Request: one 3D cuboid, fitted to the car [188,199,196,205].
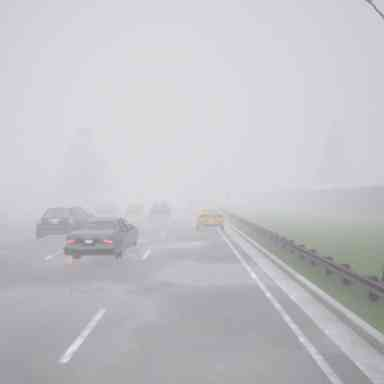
[{"bbox_3d":[-0.008,2.444,80.190,1.994,1.385,4.181,0,-1,0],"label":"car"}]

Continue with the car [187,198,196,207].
[{"bbox_3d":[-0.007,2.395,70.572,1.994,1.385,4.181,0,-1,0],"label":"car"}]

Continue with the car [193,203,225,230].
[{"bbox_3d":[1.222,1.765,23.781,1.882,1.535,5.008,0,-1,0],"label":"car"}]

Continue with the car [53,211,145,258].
[{"bbox_3d":[-3.402,1.711,13.458,2.033,1.411,5.357,0,-1,0],"label":"car"}]

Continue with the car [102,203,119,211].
[{"bbox_3d":[-10.404,2.056,40.969,1.994,1.385,4.181,0,-1,0],"label":"car"}]

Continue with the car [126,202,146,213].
[{"bbox_3d":[-6.903,1.978,41.628,1.882,1.535,5.008,0,-1,0],"label":"car"}]

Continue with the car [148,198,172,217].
[{"bbox_3d":[-3.404,1.796,36.964,2.097,1.767,4.553,0,-1,0],"label":"car"}]

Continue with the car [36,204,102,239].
[{"bbox_3d":[-6.902,1.579,18.869,2.097,1.767,4.553,0,-1,0],"label":"car"}]

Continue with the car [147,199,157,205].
[{"bbox_3d":[-10.508,2.567,87.737,2.128,1.511,4.902,0,-1,0],"label":"car"}]

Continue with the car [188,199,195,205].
[{"bbox_3d":[-0.009,2.547,88.989,1.837,1.490,4.892,0,-1,0],"label":"car"}]

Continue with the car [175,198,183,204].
[{"bbox_3d":[-3.509,2.571,88.988,1.812,1.442,4.674,0,-1,0],"label":"car"}]

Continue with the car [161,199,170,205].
[{"bbox_3d":[-7.008,2.502,87.739,1.882,1.535,5.008,0,-1,0],"label":"car"}]
